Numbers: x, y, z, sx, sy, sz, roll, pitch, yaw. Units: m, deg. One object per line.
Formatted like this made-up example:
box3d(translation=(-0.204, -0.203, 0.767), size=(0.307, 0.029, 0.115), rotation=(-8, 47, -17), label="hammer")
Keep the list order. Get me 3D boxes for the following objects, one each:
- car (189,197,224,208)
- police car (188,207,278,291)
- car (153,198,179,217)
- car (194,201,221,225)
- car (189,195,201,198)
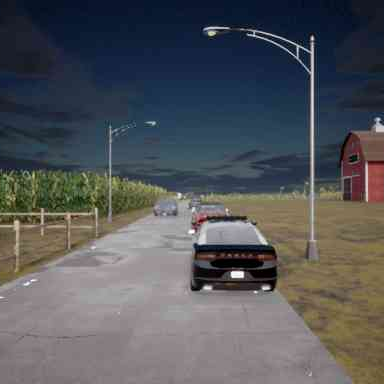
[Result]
box3d(translation=(1.036, 1.366, 19.002), size=(2.097, 1.767, 4.553), rotation=(0, 0, 1), label="car")
box3d(translation=(0.926, 1.430, 9.140), size=(1.930, 1.638, 5.238), rotation=(0, 0, 1), label="police car")
box3d(translation=(-2.395, 1.382, 31.576), size=(2.097, 1.767, 4.553), rotation=(0, 0, 1), label="car")
box3d(translation=(1.105, 1.527, 25.033), size=(1.837, 1.490, 4.892), rotation=(0, 0, 1), label="car")
box3d(translation=(0.532, 1.597, 46.473), size=(2.128, 1.511, 4.902), rotation=(0, 0, 1), label="car")
